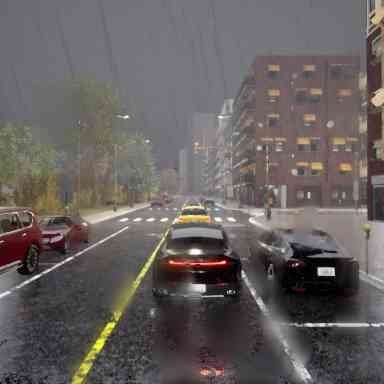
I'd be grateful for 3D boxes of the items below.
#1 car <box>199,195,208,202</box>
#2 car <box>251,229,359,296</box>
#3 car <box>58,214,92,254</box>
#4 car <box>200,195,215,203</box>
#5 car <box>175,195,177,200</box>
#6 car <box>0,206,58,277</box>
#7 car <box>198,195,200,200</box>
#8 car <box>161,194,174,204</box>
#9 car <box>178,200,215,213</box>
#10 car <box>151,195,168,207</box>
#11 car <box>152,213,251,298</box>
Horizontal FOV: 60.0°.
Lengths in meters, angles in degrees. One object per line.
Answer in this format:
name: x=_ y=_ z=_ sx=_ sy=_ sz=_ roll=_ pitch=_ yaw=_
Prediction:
car: x=2.689 y=1.492 z=80.703 sx=1.967 sy=1.590 sz=4.097 roll=1 pitch=0 yaw=0
car: x=2.585 y=1.568 z=8.470 sx=1.947 sy=1.339 sz=4.313 roll=1 pitch=0 yaw=0
car: x=-5.289 y=1.585 z=13.380 sx=1.802 sy=1.307 sz=4.206 roll=1 pitch=0 yaw=0
car: x=2.648 y=1.574 z=52.287 sx=2.008 sy=1.369 sz=4.403 roll=1 pitch=0 yaw=0
car: x=-5.185 y=1.609 z=85.551 sx=2.008 sy=1.369 sz=4.403 roll=1 pitch=0 yaw=0
car: x=-5.294 y=1.317 z=7.725 sx=2.192 sy=1.841 sz=5.009 roll=1 pitch=0 yaw=0
car: x=2.672 y=1.621 z=69.337 sx=1.802 sy=1.307 sz=4.206 roll=1 pitch=0 yaw=0
car: x=-5.215 y=1.348 z=62.847 sx=2.192 sy=1.841 sz=5.009 roll=1 pitch=0 yaw=0
car: x=0.126 y=1.461 z=19.020 sx=1.801 sy=1.575 sz=5.366 roll=0 pitch=0 yaw=0
car: x=-5.234 y=1.567 z=51.495 sx=1.887 sy=1.381 sz=4.507 roll=1 pitch=0 yaw=0
car: x=0.112 y=1.507 z=8.486 sx=1.837 sy=1.490 sz=4.892 roll=0 pitch=0 yaw=0
